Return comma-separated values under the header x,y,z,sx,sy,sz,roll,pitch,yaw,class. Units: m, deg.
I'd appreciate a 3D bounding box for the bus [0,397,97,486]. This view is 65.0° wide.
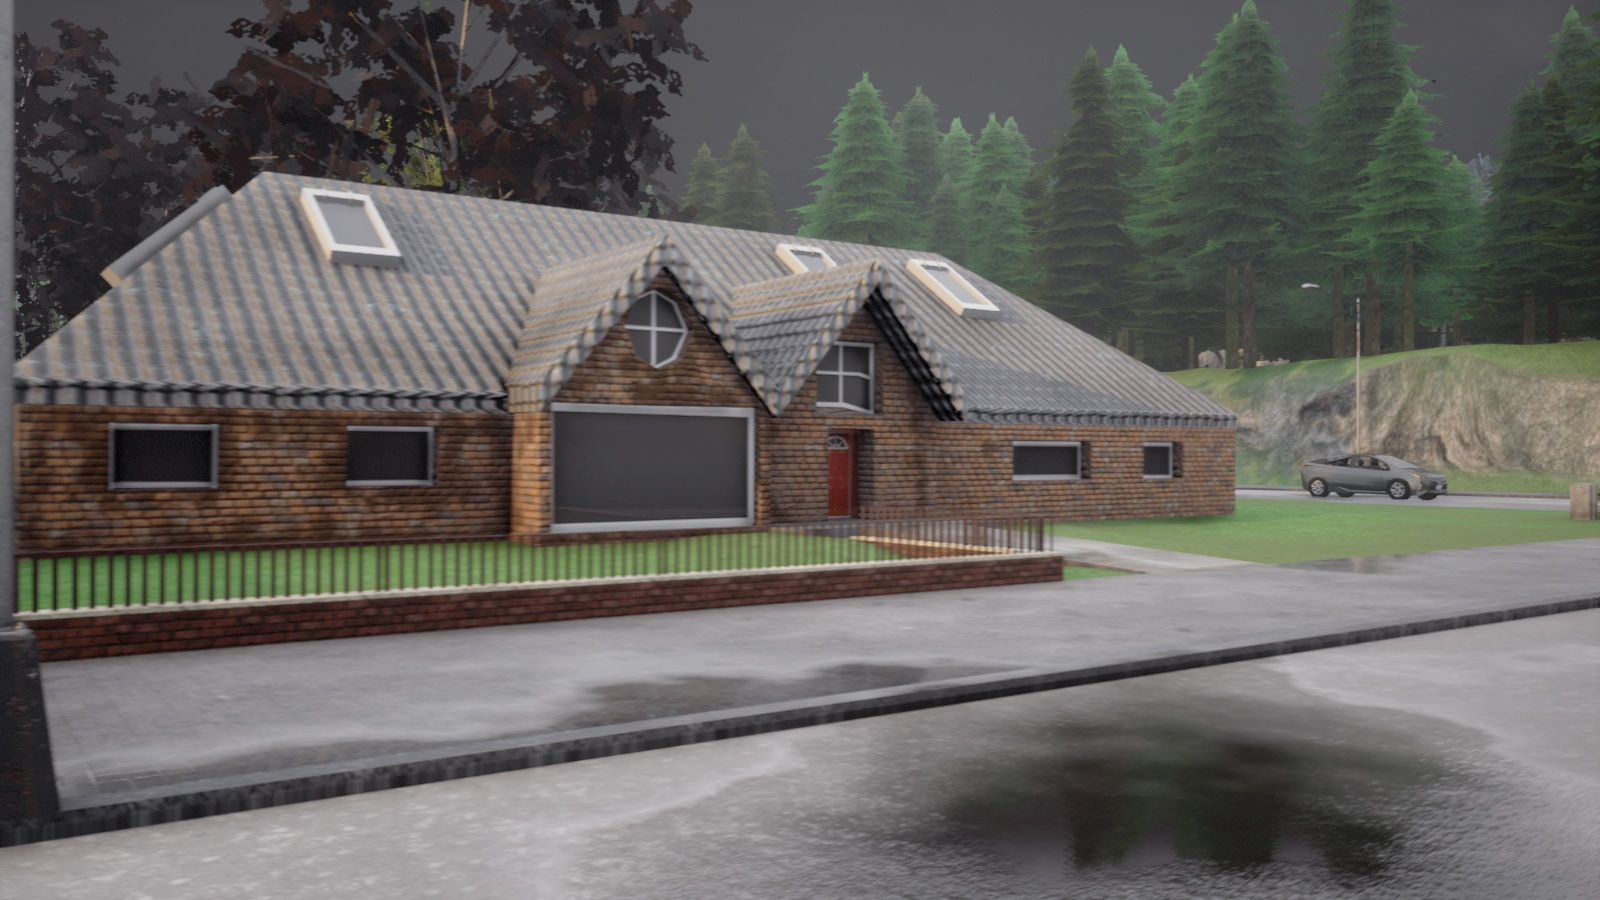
x,y,z,sx,sy,sz,roll,pitch,yaw,class
-40.460,-0.395,61.432,10.273,4.253,3.944,0,0,-35,bus

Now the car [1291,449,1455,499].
x,y,z,sx,sy,sz,roll,pitch,yaw,class
18.814,0.753,41.393,2.007,1.525,4.514,0,0,-35,car
